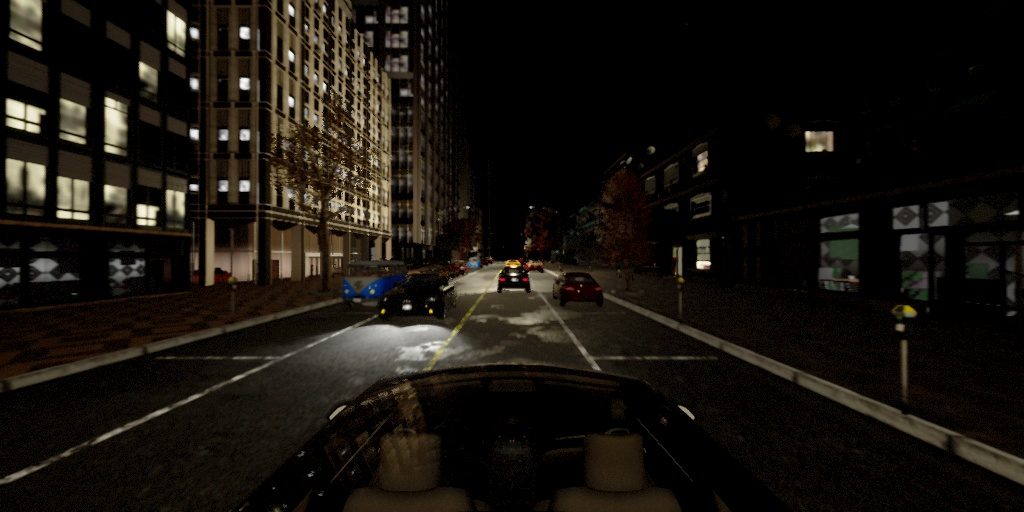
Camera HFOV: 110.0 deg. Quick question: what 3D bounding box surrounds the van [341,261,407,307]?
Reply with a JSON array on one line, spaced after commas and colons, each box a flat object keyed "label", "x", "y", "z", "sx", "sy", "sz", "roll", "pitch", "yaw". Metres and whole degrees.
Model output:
[{"label": "van", "x": -5.688, "y": 1.097, "z": 15.259, "sx": 1.690, "sy": 1.789, "sz": 3.998, "roll": 0, "pitch": 0, "yaw": 0}]

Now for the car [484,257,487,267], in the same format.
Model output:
[{"label": "car", "x": -5.681, "y": 1.341, "z": 59.555, "sx": 1.888, "sy": 1.381, "sz": 4.507, "roll": 0, "pitch": 0, "yaw": 0}]

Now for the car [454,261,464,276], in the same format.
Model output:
[{"label": "car", "x": -5.685, "y": 1.350, "z": 31.870, "sx": 1.802, "sy": 1.307, "sz": 4.207, "roll": 0, "pitch": 0, "yaw": 0}]

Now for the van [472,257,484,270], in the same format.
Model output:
[{"label": "van", "x": -5.682, "y": 1.130, "z": 54.017, "sx": 1.690, "sy": 1.789, "sz": 3.998, "roll": 0, "pitch": 0, "yaw": 0}]

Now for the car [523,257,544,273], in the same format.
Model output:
[{"label": "car", "x": 2.698, "y": 1.218, "z": 42.940, "sx": 1.967, "sy": 1.591, "sz": 4.097, "roll": 0, "pitch": 0, "yaw": 0}]

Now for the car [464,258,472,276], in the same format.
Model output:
[{"label": "car", "x": -5.684, "y": 1.213, "z": 37.407, "sx": 1.967, "sy": 1.591, "sz": 4.097, "roll": 0, "pitch": 0, "yaw": 0}]

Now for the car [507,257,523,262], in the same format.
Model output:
[{"label": "car", "x": 0.108, "y": 1.261, "z": 48.516, "sx": 1.882, "sy": 1.535, "sz": 5.008, "roll": 0, "pitch": 0, "yaw": 0}]

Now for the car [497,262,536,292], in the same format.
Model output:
[{"label": "car", "x": 0.102, "y": 1.307, "z": 21.458, "sx": 2.033, "sy": 1.411, "sz": 5.357, "roll": 0, "pitch": 0, "yaw": 0}]

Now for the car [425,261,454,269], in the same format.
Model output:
[{"label": "car", "x": -5.686, "y": 1.289, "z": 26.163, "sx": 1.751, "sy": 1.417, "sz": 4.829, "roll": 0, "pitch": 0, "yaw": 0}]

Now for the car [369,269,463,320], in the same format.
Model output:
[{"label": "car", "x": -3.091, "y": 1.318, "z": 12.546, "sx": 1.994, "sy": 1.385, "sz": 4.181, "roll": 0, "pitch": 0, "yaw": 0}]

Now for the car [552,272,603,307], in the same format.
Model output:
[{"label": "car", "x": 2.693, "y": 1.338, "z": 15.256, "sx": 1.802, "sy": 1.307, "sz": 4.207, "roll": 0, "pitch": 0, "yaw": 0}]
